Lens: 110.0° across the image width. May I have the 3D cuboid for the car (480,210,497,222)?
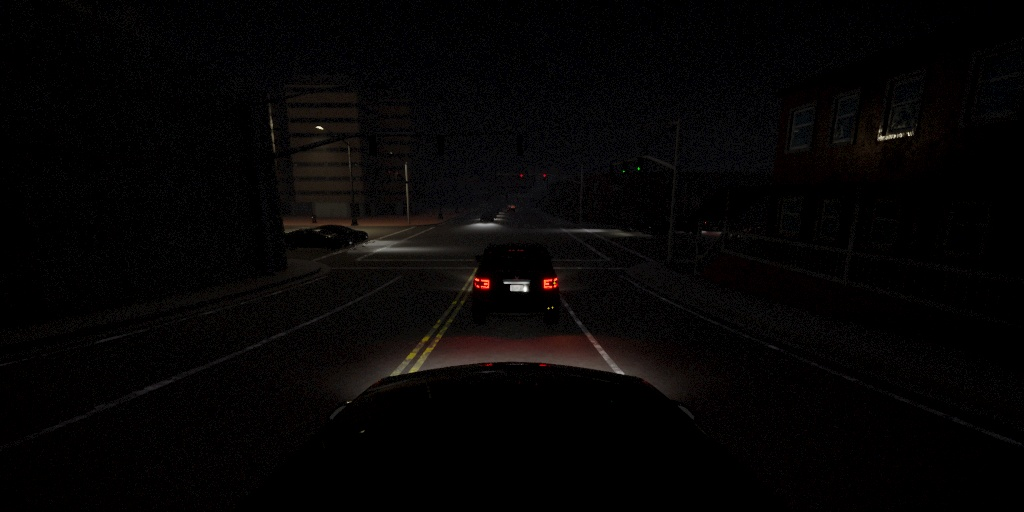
[{"bbox_3d":[-3.716,-5.869,54.089,1.895,1.301,4.718,0,10,0],"label":"car"}]

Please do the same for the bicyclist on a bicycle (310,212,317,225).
[{"bbox_3d":[-25.368,-4.775,45.825,0.582,1.620,1.656,0,10,0],"label":"bicyclist on a bicycle"}]

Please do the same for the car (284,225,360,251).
[{"bbox_3d":[-14.250,-1.223,26.150,4.902,1.511,2.128,0,10,0],"label":"car"}]

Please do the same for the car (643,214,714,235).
[{"bbox_3d":[16.884,-3.269,36.631,5.566,2.045,2.150,0,10,0],"label":"car"}]

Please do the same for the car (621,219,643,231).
[{"bbox_3d":[14.762,-3.487,40.158,4.718,1.301,1.895,0,10,0],"label":"car"}]

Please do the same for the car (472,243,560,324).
[{"bbox_3d":[0.065,0.604,10.710,2.150,2.045,5.566,0,4,-1],"label":"car"}]

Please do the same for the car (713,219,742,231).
[{"bbox_3d":[23.840,-3.554,40.116,4.674,1.442,1.812,0,10,0],"label":"car"}]

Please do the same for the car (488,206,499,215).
[{"bbox_3d":[-3.712,-7.436,62.836,1.812,1.442,4.674,0,10,0],"label":"car"}]

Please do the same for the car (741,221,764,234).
[{"bbox_3d":[26.679,-2.963,36.666,4.674,1.442,1.812,0,10,0],"label":"car"}]

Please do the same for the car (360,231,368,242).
[{"bbox_3d":[-14.468,-1.797,29.597,4.892,1.490,1.837,0,10,0],"label":"car"}]
